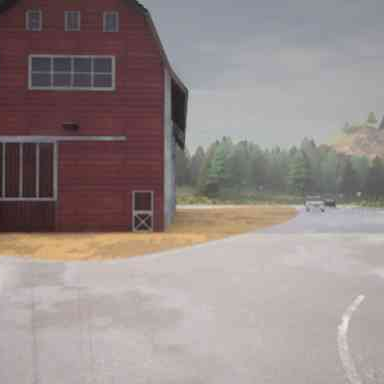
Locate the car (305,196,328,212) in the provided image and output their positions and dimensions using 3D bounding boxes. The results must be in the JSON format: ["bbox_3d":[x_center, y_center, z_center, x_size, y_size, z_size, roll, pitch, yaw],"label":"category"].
[{"bbox_3d":[16.559,1.627,44.889,2.150,2.045,5.566,0,0,16],"label":"car"}]

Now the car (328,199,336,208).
[{"bbox_3d":[24.045,2.016,58.901,1.882,1.535,5.008,0,-1,11],"label":"car"}]
